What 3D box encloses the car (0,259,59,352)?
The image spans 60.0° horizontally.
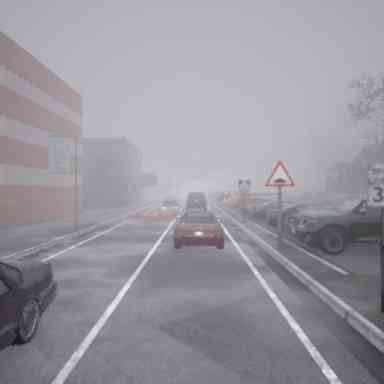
[{"bbox_3d":[-3.299,1.530,3.587,2.033,1.411,5.357,0,0,1],"label":"car"}]

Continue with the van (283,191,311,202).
[{"bbox_3d":[19.010,0.837,60.199,4.442,1.987,1.878,0,0,0],"label":"van"}]

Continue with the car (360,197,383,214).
[{"bbox_3d":[19.117,1.259,31.964,4.792,1.488,2.163,0,0,0],"label":"car"}]

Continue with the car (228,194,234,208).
[{"bbox_3d":[6.521,1.256,34.731,4.674,1.452,2.002,0,0,0],"label":"car"}]

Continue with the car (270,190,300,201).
[{"bbox_3d":[19.115,0.681,68.809,5.566,2.045,2.435,0,1,0],"label":"car"}]

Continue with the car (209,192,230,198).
[{"bbox_3d":[6.577,0.672,79.958,5.008,1.535,2.097,0,1,0],"label":"car"}]

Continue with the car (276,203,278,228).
[{"bbox_3d":[6.495,1.366,14.950,4.674,1.452,2.002,0,0,0],"label":"car"}]

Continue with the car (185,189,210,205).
[{"bbox_3d":[0.483,1.002,36.275,2.150,2.045,5.566,0,1,0],"label":"car"}]

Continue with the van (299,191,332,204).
[{"bbox_3d":[19.233,0.887,51.728,4.442,1.987,1.878,0,0,0],"label":"van"}]

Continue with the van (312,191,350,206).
[{"bbox_3d":[19.222,0.920,46.077,4.442,1.987,1.878,0,0,0],"label":"van"}]

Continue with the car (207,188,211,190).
[{"bbox_3d":[6.547,0.554,74.303,5.566,2.045,2.435,0,1,0],"label":"car"}]

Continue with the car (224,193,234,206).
[{"bbox_3d":[6.713,1.196,37.556,5.366,1.575,1.946,0,0,0],"label":"car"}]

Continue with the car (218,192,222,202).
[{"bbox_3d":[6.723,1.146,46.033,5.366,1.575,1.946,0,0,0],"label":"car"}]

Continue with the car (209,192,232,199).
[{"bbox_3d":[6.584,0.739,77.134,5.008,1.535,2.097,0,1,0],"label":"car"}]

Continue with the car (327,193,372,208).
[{"bbox_3d":[19.130,1.053,40.558,4.553,1.767,2.185,0,0,0],"label":"car"}]

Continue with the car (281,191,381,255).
[{"bbox_3d":[6.466,1.088,12.124,5.566,2.045,2.435,0,0,0],"label":"car"}]

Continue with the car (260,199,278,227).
[{"bbox_3d":[6.496,1.313,17.777,5.008,1.535,2.097,0,0,0],"label":"car"}]

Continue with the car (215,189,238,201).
[{"bbox_3d":[6.570,0.881,48.858,5.566,2.045,2.435,0,0,0],"label":"car"}]

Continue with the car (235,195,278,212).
[{"bbox_3d":[6.487,1.279,29.080,4.792,1.488,2.163,0,0,0],"label":"car"}]

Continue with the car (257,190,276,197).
[{"bbox_3d":[19.137,0.410,85.625,4.553,1.767,2.185,0,1,0],"label":"car"}]

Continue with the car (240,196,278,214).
[{"bbox_3d":[6.515,1.306,26.254,4.674,1.452,2.002,0,0,0],"label":"car"}]

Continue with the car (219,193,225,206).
[{"bbox_3d":[6.345,1.179,40.382,5.366,1.575,1.946,0,0,0],"label":"car"}]

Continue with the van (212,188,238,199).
[{"bbox_3d":[6.680,0.773,65.950,4.442,1.987,1.878,0,1,0],"label":"van"}]

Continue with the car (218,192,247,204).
[{"bbox_3d":[6.580,0.973,54.510,4.553,1.767,2.185,0,0,0],"label":"car"}]

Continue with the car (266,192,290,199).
[{"bbox_3d":[19.122,0.829,74.462,4.792,1.488,2.163,0,1,0],"label":"car"}]

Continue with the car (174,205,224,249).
[{"bbox_3d":[0.281,1.482,14.224,1.994,1.385,4.181,0,0,1],"label":"car"}]

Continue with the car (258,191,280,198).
[{"bbox_3d":[19.160,0.599,82.929,5.008,1.535,2.097,0,1,0],"label":"car"}]

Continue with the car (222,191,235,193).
[{"bbox_3d":[6.566,1.040,43.207,4.553,1.767,2.185,0,0,0],"label":"car"}]

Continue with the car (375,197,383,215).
[{"bbox_3d":[19.080,1.246,29.140,5.008,1.535,2.097,0,0,0],"label":"car"}]

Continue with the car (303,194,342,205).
[{"bbox_3d":[19.117,1.130,48.904,4.892,1.521,2.231,0,0,0],"label":"car"}]

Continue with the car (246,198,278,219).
[{"bbox_3d":[6.506,1.322,23.428,4.674,1.452,2.002,0,0,0],"label":"car"}]

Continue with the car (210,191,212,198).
[{"bbox_3d":[6.570,0.978,68.661,4.674,1.452,2.002,0,1,0],"label":"car"}]

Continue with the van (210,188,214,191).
[{"bbox_3d":[6.688,0.646,71.479,4.442,1.987,1.878,0,1,0],"label":"van"}]

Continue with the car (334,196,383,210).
[{"bbox_3d":[19.090,1.195,37.735,5.008,1.535,2.097,0,0,0],"label":"car"}]

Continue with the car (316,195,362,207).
[{"bbox_3d":[19.108,1.162,43.382,5.008,1.535,2.097,0,0,0],"label":"car"}]

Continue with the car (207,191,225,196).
[{"bbox_3d":[6.626,0.436,91.260,4.792,1.488,2.163,0,1,0],"label":"car"}]

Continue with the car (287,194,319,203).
[{"bbox_3d":[19.156,1.109,57.374,4.792,1.488,2.163,0,0,0],"label":"car"}]

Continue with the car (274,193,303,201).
[{"bbox_3d":[19.134,0.995,65.980,5.008,1.535,2.097,0,2,0],"label":"car"}]

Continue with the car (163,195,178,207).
[{"bbox_3d":[-2.898,1.170,45.750,1.882,1.535,5.008,0,0,0],"label":"car"}]

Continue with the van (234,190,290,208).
[{"bbox_3d":[6.636,1.006,31.904,4.442,1.987,1.878,0,0,0],"label":"van"}]

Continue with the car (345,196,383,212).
[{"bbox_3d":[19.096,1.212,34.912,5.008,1.535,2.097,0,0,0],"label":"car"}]

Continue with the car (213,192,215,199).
[{"bbox_3d":[6.547,1.082,57.336,5.008,1.535,2.097,0,0,0],"label":"car"}]
